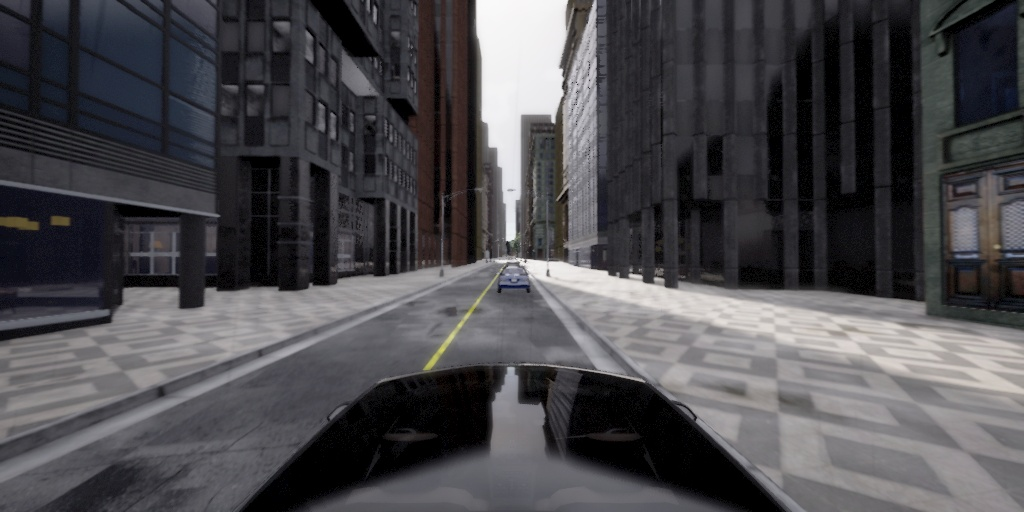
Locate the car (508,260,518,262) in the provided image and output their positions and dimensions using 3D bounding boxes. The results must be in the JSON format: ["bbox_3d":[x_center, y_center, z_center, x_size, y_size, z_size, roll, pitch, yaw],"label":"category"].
[{"bbox_3d":[0.129,1.215,48.644,2.128,1.511,4.902,0,0,0],"label":"car"}]

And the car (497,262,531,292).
[{"bbox_3d":[0.113,1.291,21.081,2.033,1.411,5.357,0,0,0],"label":"car"}]
